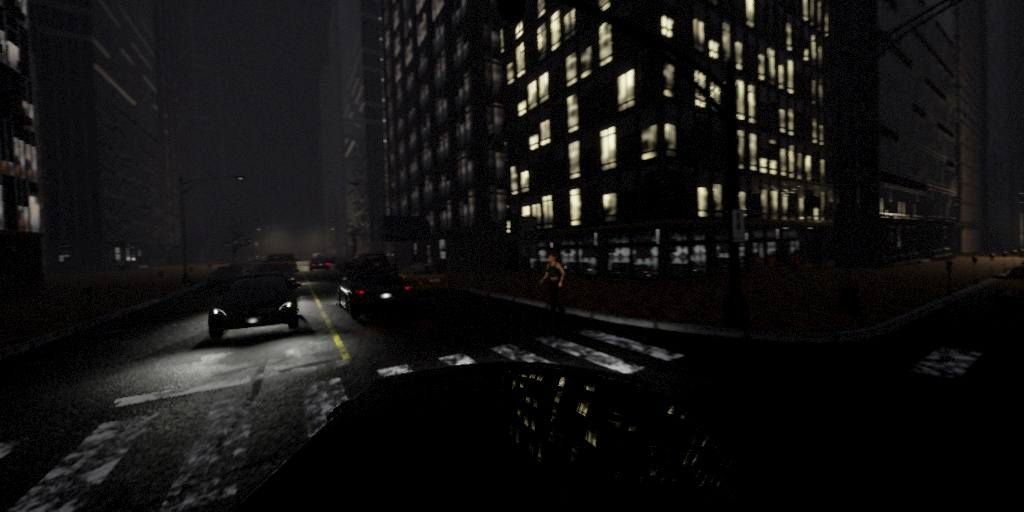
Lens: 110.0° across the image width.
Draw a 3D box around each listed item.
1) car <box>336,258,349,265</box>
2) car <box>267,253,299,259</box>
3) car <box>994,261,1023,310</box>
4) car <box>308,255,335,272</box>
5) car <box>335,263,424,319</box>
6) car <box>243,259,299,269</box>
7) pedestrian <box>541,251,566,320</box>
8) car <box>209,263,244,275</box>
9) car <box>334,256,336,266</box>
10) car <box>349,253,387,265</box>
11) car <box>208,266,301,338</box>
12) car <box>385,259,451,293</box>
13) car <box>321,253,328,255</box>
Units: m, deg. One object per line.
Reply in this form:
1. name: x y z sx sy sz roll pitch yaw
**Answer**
1. car: -16.456 0.839 36.642 1.888 1.381 4.507 0 0 -31
2. car: -17.979 0.793 27.978 2.150 2.045 5.566 -3 2 -31
3. car: 16.110 0.822 10.823 4.829 1.417 1.751 0 0 -32
4. car: -21.059 0.918 39.157 2.033 1.411 5.357 -3 2 -31
5. car: -4.749 1.137 12.334 1.994 1.385 4.181 -3 2 -31
6. car: -12.453 1.131 18.929 2.128 1.511 4.902 -3 2 -31
7. pedestrian: 1.120 0.757 9.520 0.375 1.860 0.375 -2 1 -31
8. car: -17.699 1.272 22.614 1.948 1.339 4.313 0 0 -31
9. car: -19.398 0.839 41.455 1.802 1.307 4.207 0 0 -31
10. car: -10.575 0.682 27.013 2.192 1.841 5.009 0 0 -31
11. car: -7.288 1.228 10.464 1.812 1.442 4.674 -3 2 -30
12. car: -4.378 0.970 16.797 1.751 1.417 4.829 0 0 -31
13. car: -28.221 0.690 55.898 1.888 1.381 4.507 0 0 -31
